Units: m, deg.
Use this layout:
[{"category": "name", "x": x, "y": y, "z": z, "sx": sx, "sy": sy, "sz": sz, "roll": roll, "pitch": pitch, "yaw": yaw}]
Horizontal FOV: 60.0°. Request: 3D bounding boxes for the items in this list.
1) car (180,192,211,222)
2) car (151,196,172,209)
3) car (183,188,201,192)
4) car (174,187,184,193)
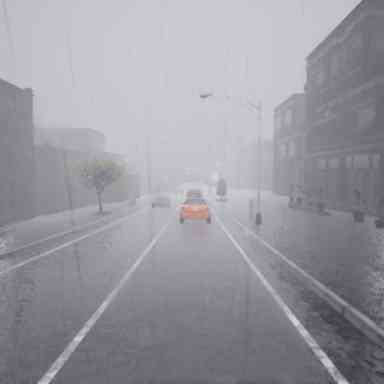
[{"category": "car", "x": 0.243, "y": 1.158, "z": 24.167, "sx": 2.097, "sy": 1.767, "sz": 4.553, "roll": 0, "pitch": 1, "yaw": 1}, {"category": "car", "x": -3.342, "y": 1.132, "z": 37.181, "sx": 1.994, "sy": 1.385, "sz": 4.181, "roll": 0, "pitch": 1, "yaw": 1}, {"category": "car", "x": 0.333, "y": 0.603, "z": 45.829, "sx": 2.150, "sy": 2.045, "sz": 5.566, "roll": 0, "pitch": 2, "yaw": 1}, {"category": "car", "x": -2.928, "y": -0.397, "z": 78.549, "sx": 2.150, "sy": 2.045, "sz": 5.566, "roll": 0, "pitch": 1, "yaw": 0}]
